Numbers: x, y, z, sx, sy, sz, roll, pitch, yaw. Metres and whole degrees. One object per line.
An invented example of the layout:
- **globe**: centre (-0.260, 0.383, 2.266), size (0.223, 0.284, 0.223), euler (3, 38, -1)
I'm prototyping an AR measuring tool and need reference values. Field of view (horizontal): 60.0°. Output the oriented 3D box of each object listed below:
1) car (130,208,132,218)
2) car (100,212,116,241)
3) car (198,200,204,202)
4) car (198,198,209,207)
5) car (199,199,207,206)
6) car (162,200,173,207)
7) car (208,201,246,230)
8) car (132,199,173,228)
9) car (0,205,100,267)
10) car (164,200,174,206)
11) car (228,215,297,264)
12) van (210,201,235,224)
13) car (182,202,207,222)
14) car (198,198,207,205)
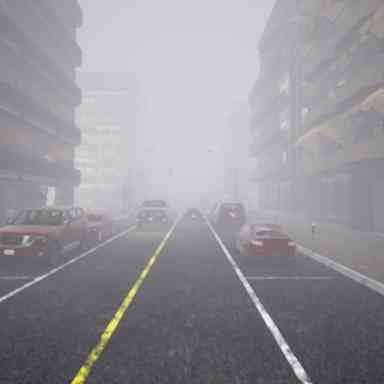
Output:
- **car**: centre (-5.297, 1.990, 34.283), size (1.802, 1.307, 4.206), euler (1, -1, 0)
- **car**: centre (-5.297, 1.747, 17.691), size (1.887, 1.381, 4.507), euler (1, -1, 0)
- **car**: centre (0.112, 2.047, 40.206), size (1.994, 1.385, 4.181), euler (0, -1, 0)
- **car**: centre (2.590, 2.211, 72.408), size (2.192, 1.841, 5.009), euler (1, -1, 0)
- **car**: centre (2.587, 2.497, 78.134), size (1.752, 1.417, 4.829), euler (1, -1, 0)
- **car**: centre (-5.294, 2.462, 72.360), size (1.947, 1.339, 4.313), euler (1, -1, 0)
- **car**: centre (2.554, 1.583, 23.169), size (2.192, 1.841, 5.009), euler (1, -1, 0)
- **car**: centre (-2.769, 1.520, 25.295), size (2.150, 2.045, 5.566), euler (0, -1, 0)
- **car**: centre (-5.292, 1.452, 12.162), size (2.192, 1.841, 5.009), euler (1, -1, 0)
- **car**: centre (-5.294, 2.535, 77.920), size (1.947, 1.339, 4.313), euler (1, -1, 0)
- **car**: centre (2.549, 1.718, 12.104), size (1.802, 1.307, 4.206), euler (1, -1, 0)
- **van**: centre (2.554, 1.677, 28.700), size (1.690, 1.788, 3.998), euler (1, -1, 0)
- **car**: centre (0.104, 1.882, 30.286), size (1.812, 1.442, 4.674), euler (0, -1, 0)
- **car**: centre (2.590, 2.359, 83.532), size (2.192, 1.841, 5.009), euler (1, -1, 0)
